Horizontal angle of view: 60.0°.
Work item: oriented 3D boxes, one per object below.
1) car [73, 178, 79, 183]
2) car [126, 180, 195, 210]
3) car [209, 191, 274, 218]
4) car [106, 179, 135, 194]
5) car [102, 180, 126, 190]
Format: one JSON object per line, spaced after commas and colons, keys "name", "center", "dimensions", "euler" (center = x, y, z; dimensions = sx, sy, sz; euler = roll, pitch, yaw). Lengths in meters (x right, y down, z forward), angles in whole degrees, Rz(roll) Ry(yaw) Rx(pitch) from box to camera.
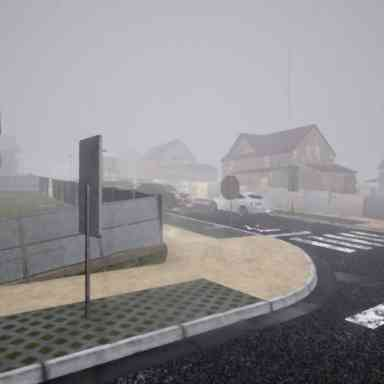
{"name": "car", "center": [-15.113, -1.185, 45.394], "dimensions": [2.033, 1.411, 5.357], "euler": [0, 3, -29]}
{"name": "car", "center": [-2.028, 0.172, 23.359], "dimensions": [4.553, 1.767, 2.097], "euler": [4, 4, 33]}
{"name": "car", "center": [2.978, 0.671, 20.473], "dimensions": [1.812, 1.442, 4.674], "euler": [0, 4, -33]}
{"name": "car", "center": [-8.545, -0.731, 39.404], "dimensions": [1.882, 1.535, 5.008], "euler": [0, 3, -30]}
{"name": "car", "center": [-8.161, -0.373, 33.124], "dimensions": [1.837, 1.490, 4.892], "euler": [0, 3, -30]}
